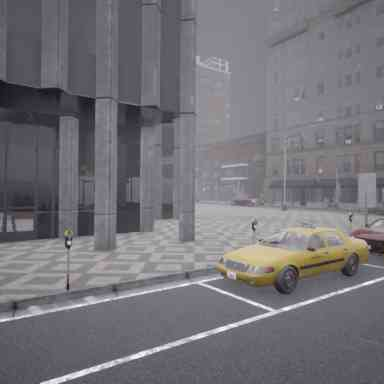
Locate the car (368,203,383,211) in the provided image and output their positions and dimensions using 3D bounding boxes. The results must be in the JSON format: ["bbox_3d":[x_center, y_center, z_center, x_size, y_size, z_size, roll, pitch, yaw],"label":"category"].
[{"bbox_3d":[17.578,1.440,27.551,2.033,1.411,5.357,1,0,-40],"label":"car"}]

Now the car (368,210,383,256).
[{"bbox_3d":[7.555,1.548,12.160,4.507,1.381,1.887,0,1,-36],"label":"car"}]

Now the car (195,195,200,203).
[{"bbox_3d":[-0.593,1.090,58.195,2.128,1.511,4.902,1,0,-35],"label":"car"}]

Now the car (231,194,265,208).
[{"bbox_3d":[7.027,1.079,41.948,2.097,1.767,4.553,1,0,-35],"label":"car"}]

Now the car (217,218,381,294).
[{"bbox_3d":[2.841,1.527,8.790,4.829,1.417,1.752,0,1,-36],"label":"car"}]

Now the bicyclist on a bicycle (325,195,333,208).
[{"bbox_3d":[16.356,1.159,39.546,1.656,1.620,0.582,0,0,-35],"label":"bicyclist on a bicycle"}]
